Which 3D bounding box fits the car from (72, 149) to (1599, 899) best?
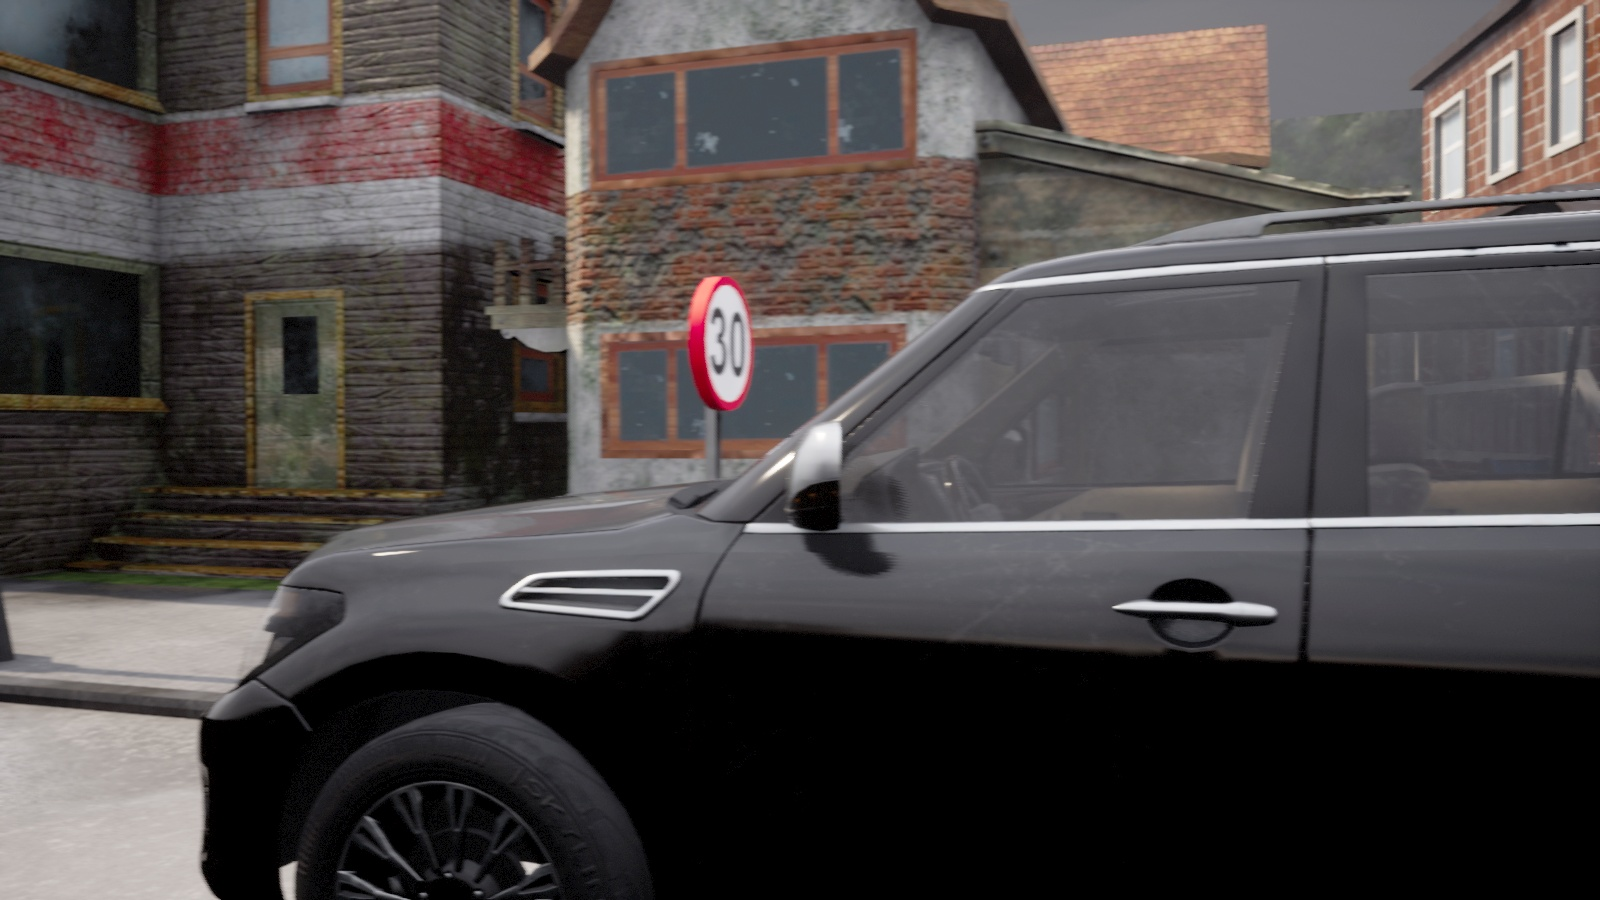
[{"bbox_3d":[1.126,0.496,3.338,5.566,2.045,2.150,1,1,19],"label":"car"}]
